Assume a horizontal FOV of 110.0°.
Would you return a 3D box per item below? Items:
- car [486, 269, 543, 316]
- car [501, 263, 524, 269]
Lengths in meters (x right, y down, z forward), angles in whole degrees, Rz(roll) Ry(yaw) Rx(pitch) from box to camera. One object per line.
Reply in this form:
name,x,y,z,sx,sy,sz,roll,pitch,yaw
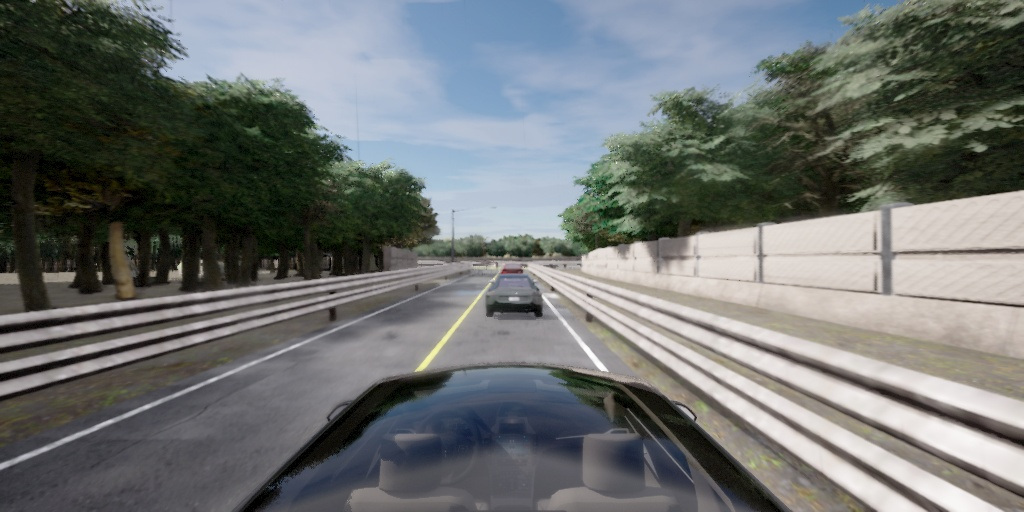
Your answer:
car,0.076,1.371,13.649,1.994,1.385,4.181,0,0,0
car,0.047,1.379,30.940,1.882,1.535,5.008,0,0,0
